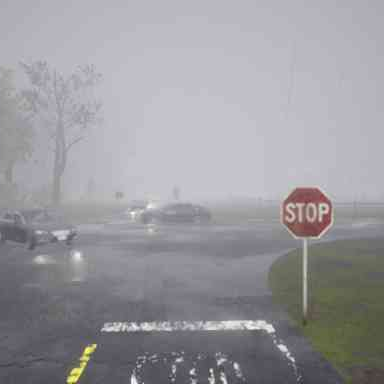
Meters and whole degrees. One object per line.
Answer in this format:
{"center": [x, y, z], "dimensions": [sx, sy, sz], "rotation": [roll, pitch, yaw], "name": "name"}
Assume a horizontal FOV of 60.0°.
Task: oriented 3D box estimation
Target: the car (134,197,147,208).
{"center": [-7.723, 1.535, 50.608], "dimensions": [1.812, 1.442, 4.674], "rotation": [0, 0, -7], "name": "car"}

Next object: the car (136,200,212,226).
{"center": [-1.097, 1.483, 22.656], "dimensions": [4.892, 1.490, 1.837], "rotation": [0, 0, -3], "name": "car"}

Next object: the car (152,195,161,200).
{"center": [-8.394, 1.384, 79.225], "dimensions": [2.097, 1.767, 4.553], "rotation": [0, 0, -7], "name": "car"}

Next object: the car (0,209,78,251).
{"center": [-6.763, 1.513, 14.240], "dimensions": [4.902, 1.511, 2.128], "rotation": [-1, -1, 41], "name": "car"}

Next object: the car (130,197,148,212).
{"center": [-6.401, 1.551, 40.033], "dimensions": [2.033, 1.411, 5.357], "rotation": [0, 0, -7], "name": "car"}

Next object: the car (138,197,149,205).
{"center": [-9.045, 1.617, 61.889], "dimensions": [1.895, 1.301, 4.718], "rotation": [0, 0, -7], "name": "car"}
